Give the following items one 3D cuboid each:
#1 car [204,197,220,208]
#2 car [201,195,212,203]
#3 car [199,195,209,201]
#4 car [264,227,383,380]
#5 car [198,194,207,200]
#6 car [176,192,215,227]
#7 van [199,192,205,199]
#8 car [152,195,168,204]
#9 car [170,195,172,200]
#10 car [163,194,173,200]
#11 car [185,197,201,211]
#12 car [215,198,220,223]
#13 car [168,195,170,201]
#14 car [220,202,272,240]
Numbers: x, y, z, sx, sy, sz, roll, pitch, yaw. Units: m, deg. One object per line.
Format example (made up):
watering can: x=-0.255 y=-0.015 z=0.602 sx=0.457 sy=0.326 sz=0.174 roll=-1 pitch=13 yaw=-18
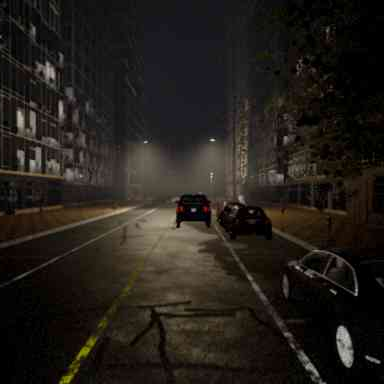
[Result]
car: x=2.680 y=1.395 z=45.205 sx=1.887 sy=1.381 sz=4.507 roll=0 pitch=0 yaw=0
car: x=2.675 y=1.344 z=62.282 sx=1.947 sy=1.339 sz=4.313 roll=0 pitch=0 yaw=0
car: x=2.673 y=1.293 z=73.666 sx=1.947 sy=1.339 sz=4.313 roll=0 pitch=0 yaw=0
car: x=2.690 y=1.536 z=5.358 sx=2.008 sy=1.369 sz=4.403 roll=0 pitch=0 yaw=0
car: x=2.670 y=1.240 z=85.050 sx=1.947 sy=1.339 sz=4.313 roll=0 pitch=0 yaw=0
car: x=0.094 y=1.153 z=22.146 sx=2.150 sy=2.045 sz=5.566 roll=0 pitch=0 yaw=0
van: x=2.669 y=0.987 z=90.743 sx=1.690 sy=1.788 sz=3.998 roll=0 pitch=0 yaw=0
car: x=-5.704 y=1.348 z=56.594 sx=1.887 sy=1.381 sz=4.507 roll=0 pitch=0 yaw=0
car: x=-5.708 y=1.272 z=73.672 sx=1.887 sy=1.381 sz=4.507 roll=0 pitch=0 yaw=0
car: x=-5.710 y=1.267 z=79.365 sx=1.947 sy=1.339 sz=4.313 roll=0 pitch=0 yaw=0
car: x=0.089 y=1.373 z=40.400 sx=1.837 sy=1.490 sz=4.892 roll=0 pitch=0 yaw=0
car: x=2.685 y=1.371 z=22.435 sx=1.967 sy=1.590 sz=4.097 roll=0 pitch=0 yaw=0
car: x=-5.705 y=1.361 z=62.288 sx=1.802 sy=1.307 sz=4.206 roll=0 pitch=0 yaw=0
car: x=2.687 y=1.390 z=16.743 sx=1.967 sy=1.590 sz=4.097 roll=0 pitch=0 yaw=0
